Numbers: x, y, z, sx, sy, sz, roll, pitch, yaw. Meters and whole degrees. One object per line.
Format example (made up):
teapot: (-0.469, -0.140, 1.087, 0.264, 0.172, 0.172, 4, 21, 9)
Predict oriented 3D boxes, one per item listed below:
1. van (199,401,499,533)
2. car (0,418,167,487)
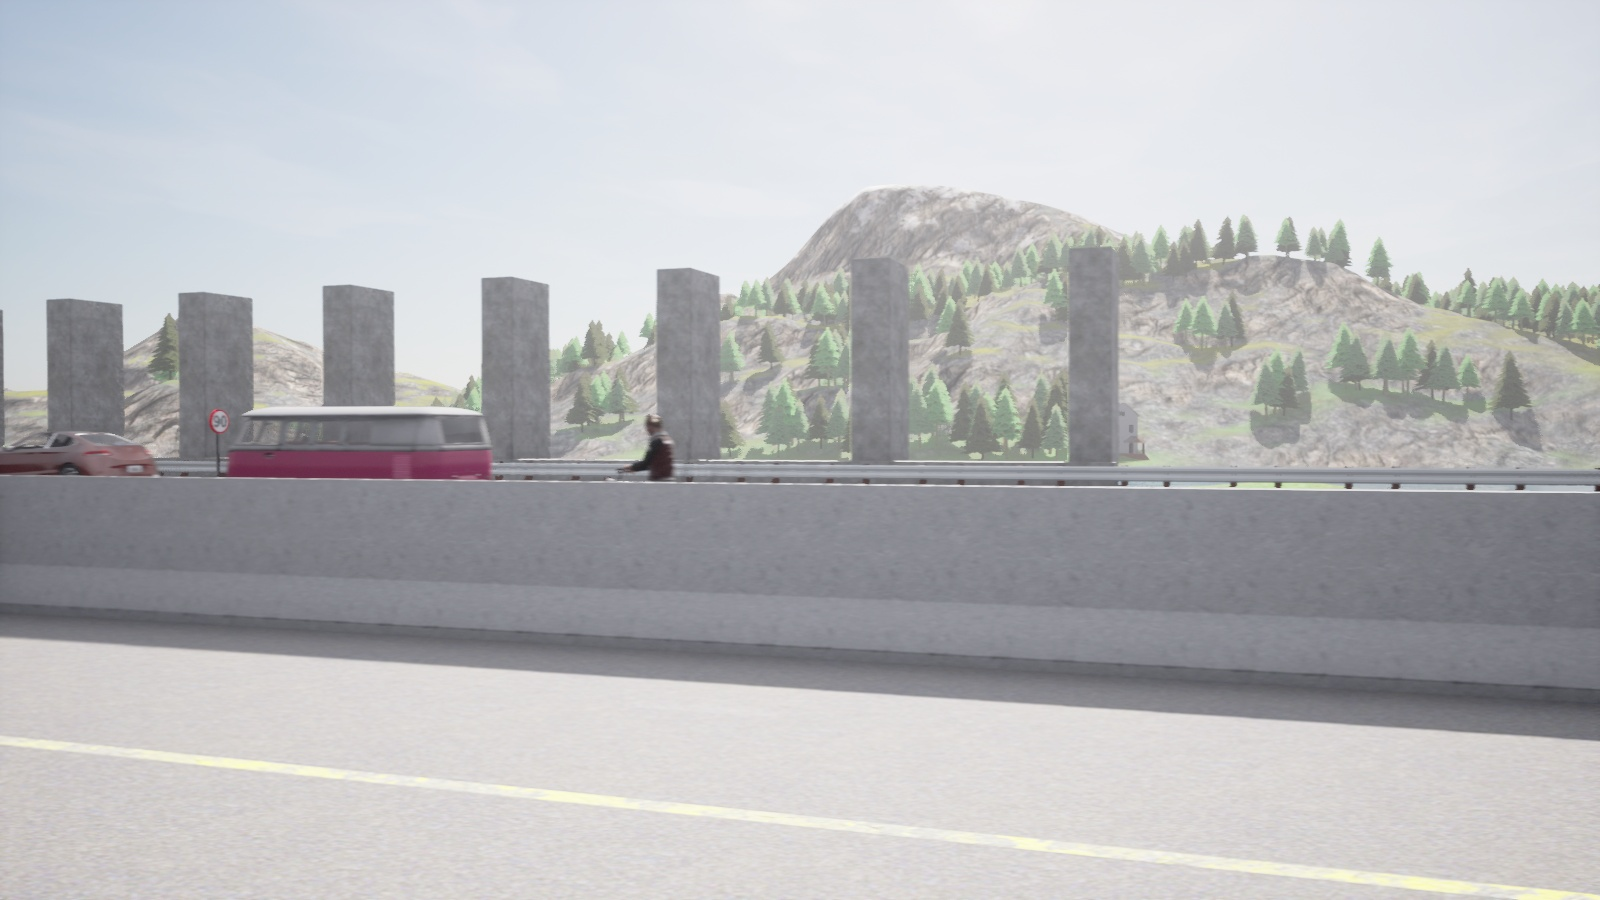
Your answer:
van: (-7.323, 0.225, 20.435, 4.442, 1.987, 1.775, 1, 1, 19)
car: (-18.933, 0.021, 32.000, 5.027, 1.651, 2.152, 0, 1, 20)
